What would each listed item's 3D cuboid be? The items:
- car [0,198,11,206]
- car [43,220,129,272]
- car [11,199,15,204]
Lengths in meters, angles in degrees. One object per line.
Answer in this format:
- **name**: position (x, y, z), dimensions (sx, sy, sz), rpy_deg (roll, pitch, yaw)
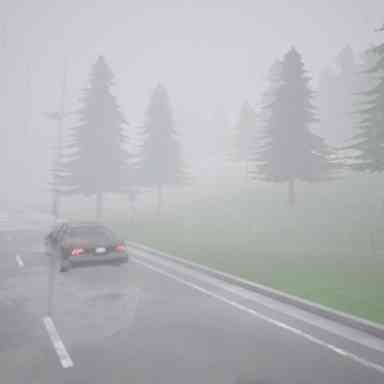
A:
- **car**: position (-40.038, 2.255, 70.515), dimensions (2.033, 1.411, 5.357), rpy_deg (1, -1, -29)
- **car**: position (-3.830, 1.686, 11.414), dimensions (2.033, 1.411, 5.357), rpy_deg (1, -1, -31)
- **car**: position (-44.148, 2.276, 80.050), dimensions (1.837, 1.490, 4.892), rpy_deg (1, -1, -15)
